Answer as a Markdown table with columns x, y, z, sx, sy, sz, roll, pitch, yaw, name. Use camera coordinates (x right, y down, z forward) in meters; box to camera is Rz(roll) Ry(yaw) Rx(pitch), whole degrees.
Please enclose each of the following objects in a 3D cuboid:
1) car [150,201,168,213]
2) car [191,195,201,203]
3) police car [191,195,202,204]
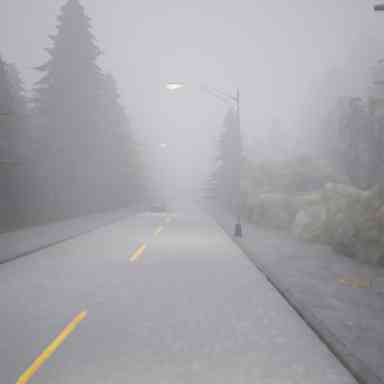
| x | y | z | sx | sy | sz | roll | pitch | yaw | name |
| --- | --- | --- | --- | --- | --- | --- | --- | --- | --- |
| -4.041 | 1.831 | 41.686 | 2.033 | 1.411 | 5.357 | 0 | 0 | 1 | car |
| 1.006 | 1.756 | 85.944 | 2.150 | 2.045 | 5.566 | -3 | 0 | 0 | car |
| 1.142 | 1.892 | 76.020 | 1.930 | 1.638 | 5.238 | -4 | 0 | 0 | police car |
